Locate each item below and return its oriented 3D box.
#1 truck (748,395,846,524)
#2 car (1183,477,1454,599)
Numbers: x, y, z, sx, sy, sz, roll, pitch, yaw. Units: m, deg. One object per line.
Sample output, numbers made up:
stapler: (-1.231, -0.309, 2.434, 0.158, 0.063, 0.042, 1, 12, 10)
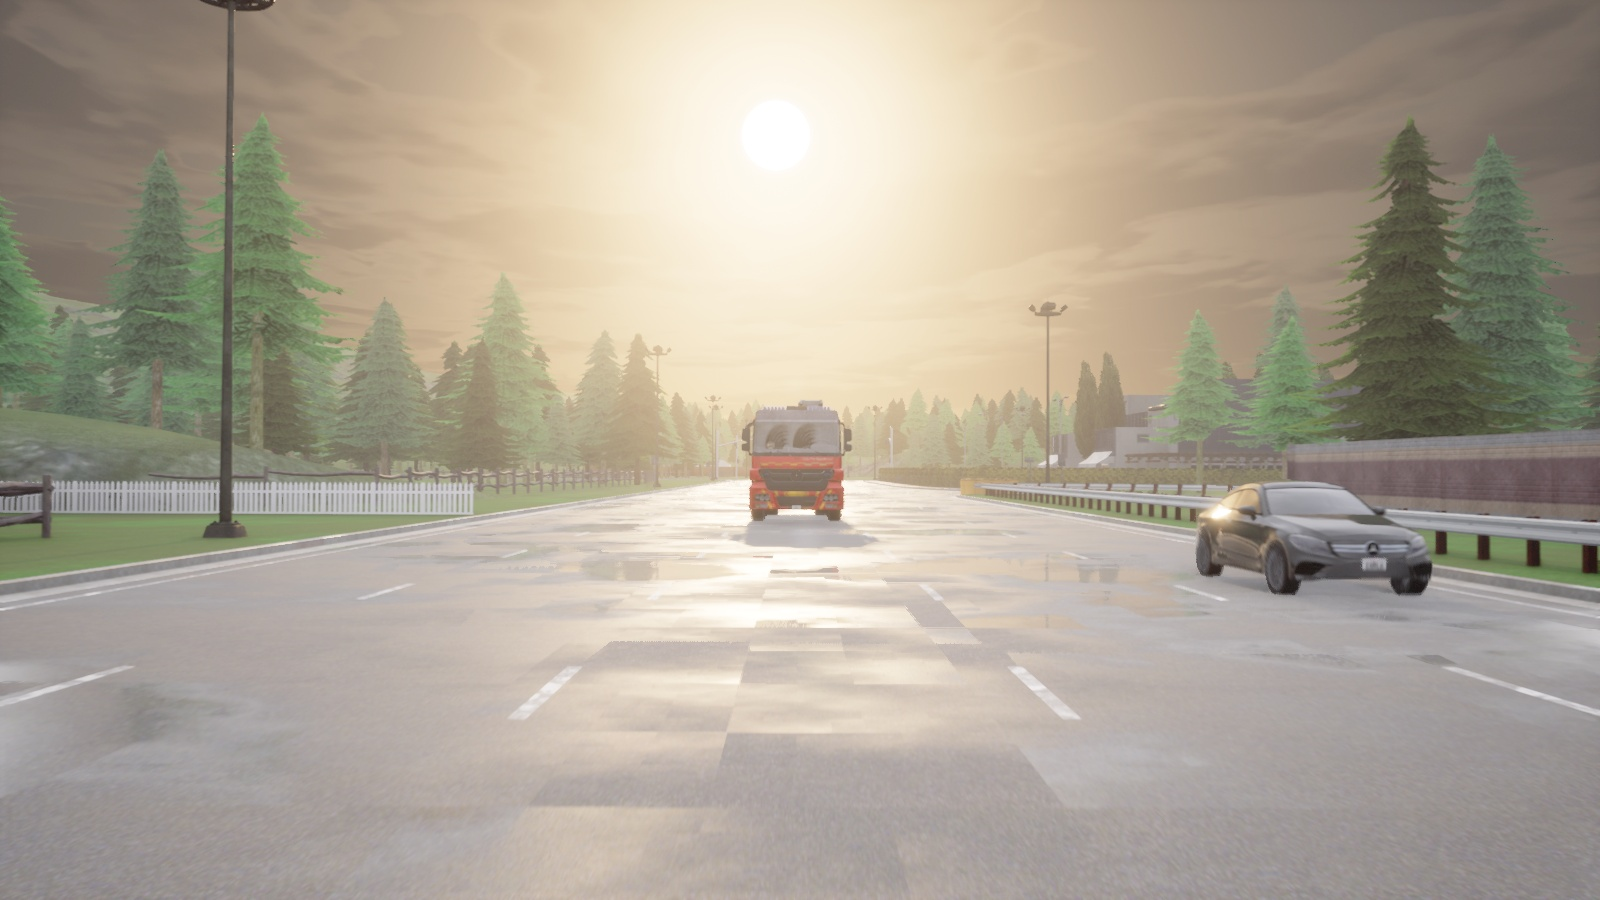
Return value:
truck: (-0.102, 0.345, 41.498, 2.891, 3.827, 8.468, 0, -1, 0)
car: (6.960, 1.105, 17.459, 1.812, 1.442, 4.674, 0, -1, 0)
